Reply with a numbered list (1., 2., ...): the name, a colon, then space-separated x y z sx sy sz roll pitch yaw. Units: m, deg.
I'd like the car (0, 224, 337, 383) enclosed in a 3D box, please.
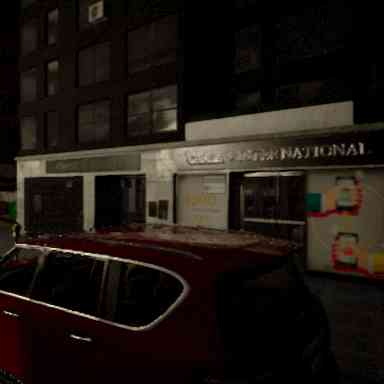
1. car: -1.038 1.314 3.807 5.009 1.841 2.192 0 1 35
